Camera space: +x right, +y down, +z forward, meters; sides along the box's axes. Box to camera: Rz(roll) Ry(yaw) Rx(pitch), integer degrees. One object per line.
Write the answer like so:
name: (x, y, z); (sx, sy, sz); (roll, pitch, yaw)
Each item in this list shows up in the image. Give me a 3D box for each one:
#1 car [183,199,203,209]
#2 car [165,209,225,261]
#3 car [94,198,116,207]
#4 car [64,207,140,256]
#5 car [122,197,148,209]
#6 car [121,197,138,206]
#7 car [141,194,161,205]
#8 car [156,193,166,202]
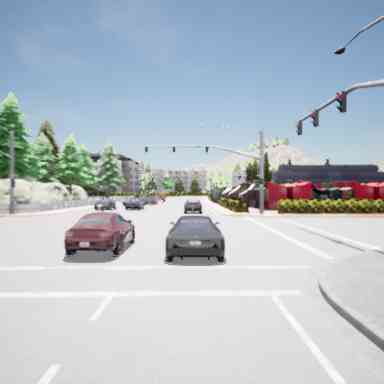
car: (0.107, 1.479, 36.103); (2.128, 1.511, 4.902); (0, 0, 0)
car: (0.103, 1.551, 12.282); (1.994, 1.385, 4.181); (0, 0, 0)
car: (-10.581, 1.478, 40.692); (2.128, 1.511, 4.902); (0, 0, 0)
car: (-3.395, 1.502, 12.832); (1.812, 1.442, 4.674); (0, 0, 0)
car: (-7.082, 1.586, 41.293); (1.895, 1.301, 4.718); (0, 0, 0)
car: (-10.543, 1.582, 56.136); (1.895, 1.301, 4.718); (0, 0, 0)
car: (-7.033, 1.486, 57.493); (1.837, 1.490, 4.892); (0, 0, 1)
car: (-6.986, 1.166, 72.947); (2.150, 2.045, 5.566); (0, 0, 0)
